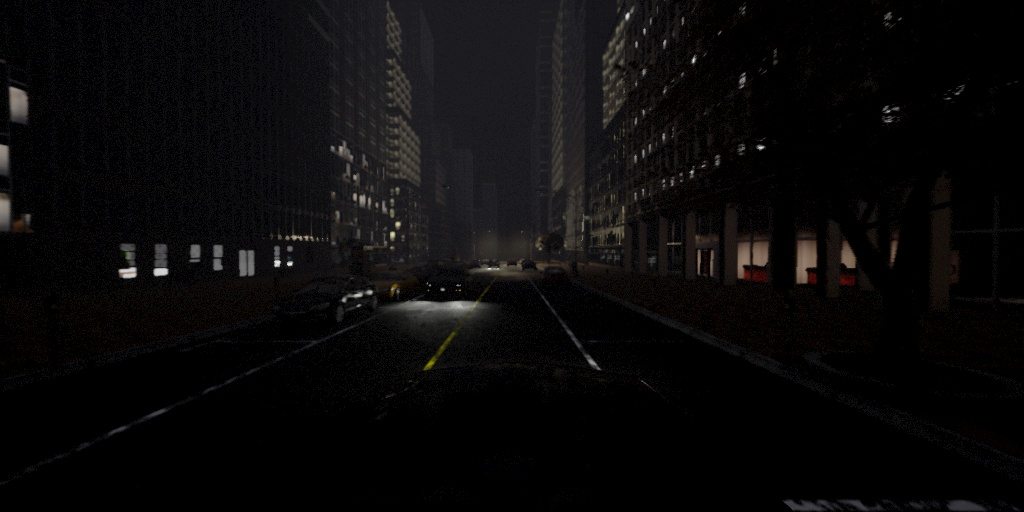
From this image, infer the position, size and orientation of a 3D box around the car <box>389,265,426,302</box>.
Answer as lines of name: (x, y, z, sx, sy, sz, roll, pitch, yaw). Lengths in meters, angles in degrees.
car: (-5.691, 1.271, 16.982, 1.751, 1.417, 4.829, 0, 0, 0)

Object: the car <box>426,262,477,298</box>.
car: (-3.098, 1.251, 18.455, 1.837, 1.490, 4.892, 0, 0, 0)

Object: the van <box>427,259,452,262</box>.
van: (-5.691, 1.088, 28.400, 1.690, 1.789, 3.998, 0, 0, 0)

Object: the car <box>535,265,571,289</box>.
car: (2.690, 1.328, 22.777, 1.802, 1.307, 4.207, 0, 0, 0)

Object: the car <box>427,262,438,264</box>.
car: (-5.691, 1.291, 22.776, 1.888, 1.381, 4.507, 0, 0, 0)

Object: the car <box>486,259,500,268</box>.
car: (-3.044, 1.255, 59.966, 2.128, 1.511, 4.902, 0, 0, 1)

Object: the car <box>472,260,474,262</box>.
car: (-5.692, 1.295, 39.650, 1.888, 1.381, 4.507, 0, 0, 0)

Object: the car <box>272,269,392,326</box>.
car: (-5.691, 1.297, 11.526, 2.007, 1.370, 4.403, 0, 0, 0)

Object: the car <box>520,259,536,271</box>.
car: (2.349, 1.280, 48.652, 1.812, 1.442, 4.674, 0, 0, 0)

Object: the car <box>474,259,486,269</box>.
car: (-5.693, 1.310, 56.526, 2.007, 1.370, 4.403, 0, 0, 0)
